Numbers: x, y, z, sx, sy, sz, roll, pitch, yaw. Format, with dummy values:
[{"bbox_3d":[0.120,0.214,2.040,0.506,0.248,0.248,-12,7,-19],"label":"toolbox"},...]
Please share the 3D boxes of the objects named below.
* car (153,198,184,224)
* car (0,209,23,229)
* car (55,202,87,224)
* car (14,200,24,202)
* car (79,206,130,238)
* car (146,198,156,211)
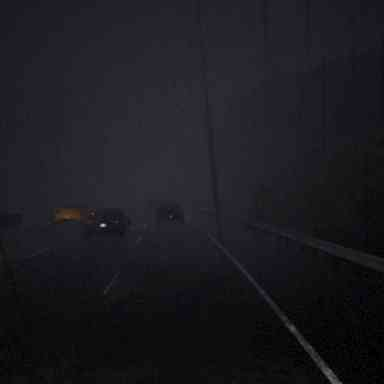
[{"bbox_3d":[-1.705,1.479,24.608,1.882,1.535,5.008,0,0,-7],"label":"car"},{"bbox_3d":[-11.591,1.617,19.264,1.895,1.301,4.718,0,0,-6],"label":"car"},{"bbox_3d":[-8.804,1.489,24.991,1.882,1.535,5.008,0,0,-8],"label":"car"},{"bbox_3d":[-34.581,1.587,66.482,2.033,1.411,5.357,0,0,-21],"label":"car"},{"bbox_3d":[-4.450,1.569,17.875,1.994,1.385,4.181,0,0,-6],"label":"car"},{"bbox_3d":[-4.595,1.482,40.966,1.882,1.535,5.008,0,0,-12],"label":"car"}]
